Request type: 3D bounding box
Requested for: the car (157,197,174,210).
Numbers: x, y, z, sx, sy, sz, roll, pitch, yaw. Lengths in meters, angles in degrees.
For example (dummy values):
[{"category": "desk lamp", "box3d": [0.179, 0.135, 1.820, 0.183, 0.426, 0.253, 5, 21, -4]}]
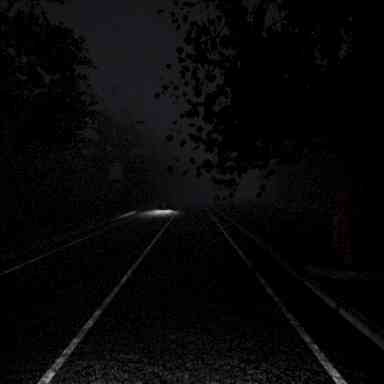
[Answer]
[{"category": "car", "box3d": [-3.384, 1.456, 43.134, 2.128, 1.511, 4.902, 0, 0, 0]}]
